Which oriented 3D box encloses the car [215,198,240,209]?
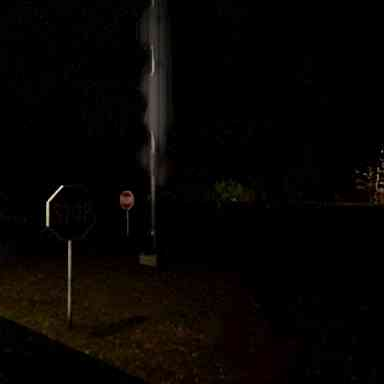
[{"bbox_3d":[5.040,1.626,46.997,2.128,1.511,4.902,0,0,34],"label":"car"}]

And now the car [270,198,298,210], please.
[{"bbox_3d":[13.221,1.701,46.613,2.033,1.411,5.357,0,0,34],"label":"car"}]

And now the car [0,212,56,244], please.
[{"bbox_3d":[-8.182,1.592,14.683,1.994,1.385,4.181,0,0,34],"label":"car"}]

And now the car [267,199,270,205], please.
[{"bbox_3d":[15.647,1.731,62.828,1.994,1.385,4.181,0,0,34],"label":"car"}]
